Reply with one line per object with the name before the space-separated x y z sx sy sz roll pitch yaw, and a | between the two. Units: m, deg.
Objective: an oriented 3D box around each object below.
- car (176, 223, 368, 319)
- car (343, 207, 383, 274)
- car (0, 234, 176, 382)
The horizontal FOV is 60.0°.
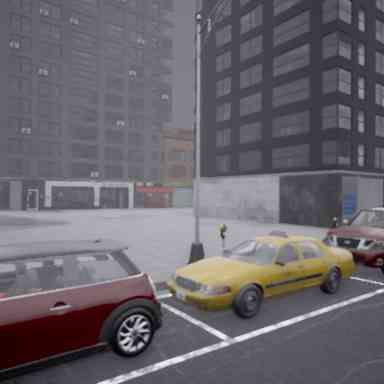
car | 1.758 1.578 7.441 4.829 1.417 1.752 1 0 -35
car | 6.302 1.421 10.682 5.009 1.841 2.192 1 0 -35
car | -2.507 1.444 4.400 4.097 1.590 1.967 1 0 -35
